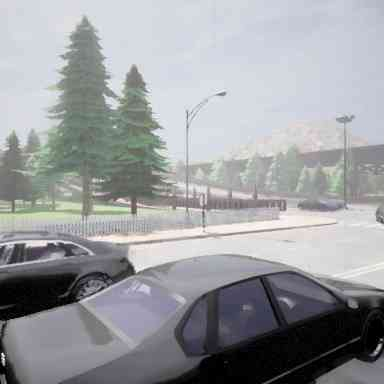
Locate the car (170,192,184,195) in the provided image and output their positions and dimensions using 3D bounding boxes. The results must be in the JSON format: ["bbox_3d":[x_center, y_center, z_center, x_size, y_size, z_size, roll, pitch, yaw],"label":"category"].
[{"bbox_3d":[-3.428,-0.293,67.621,2.097,1.767,4.553,0,7,-37],"label":"car"}]

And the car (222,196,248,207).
[{"bbox_3d":[6.459,1.581,42.773,1.895,1.301,4.718,0,0,-37],"label":"car"}]

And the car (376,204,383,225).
[{"bbox_3d":[14.282,1.547,23.563,2.033,1.411,5.357,0,0,23],"label":"car"}]

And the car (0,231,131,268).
[{"bbox_3d":[-3.410,1.491,5.855,4.902,1.511,2.128,0,0,-35],"label":"car"}]

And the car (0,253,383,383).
[{"bbox_3d":[0.551,1.547,4.139,5.357,1.411,2.033,0,0,-35],"label":"car"}]

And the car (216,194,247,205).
[{"bbox_3d":[6.368,1.198,54.481,2.128,1.511,4.902,0,3,-37],"label":"car"}]

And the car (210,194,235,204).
[{"bbox_3d":[4.657,1.265,50.939,1.882,1.535,5.008,0,2,-37],"label":"car"}]

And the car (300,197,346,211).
[{"bbox_3d":[16.249,1.472,41.466,1.882,1.535,5.008,0,0,-37],"label":"car"}]

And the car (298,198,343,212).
[{"bbox_3d":[14.381,1.523,38.139,1.812,1.442,4.674,0,0,-37],"label":"car"}]

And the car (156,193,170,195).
[{"bbox_3d":[-6.676,0.262,60.213,2.128,1.511,4.902,0,6,-37],"label":"car"}]
